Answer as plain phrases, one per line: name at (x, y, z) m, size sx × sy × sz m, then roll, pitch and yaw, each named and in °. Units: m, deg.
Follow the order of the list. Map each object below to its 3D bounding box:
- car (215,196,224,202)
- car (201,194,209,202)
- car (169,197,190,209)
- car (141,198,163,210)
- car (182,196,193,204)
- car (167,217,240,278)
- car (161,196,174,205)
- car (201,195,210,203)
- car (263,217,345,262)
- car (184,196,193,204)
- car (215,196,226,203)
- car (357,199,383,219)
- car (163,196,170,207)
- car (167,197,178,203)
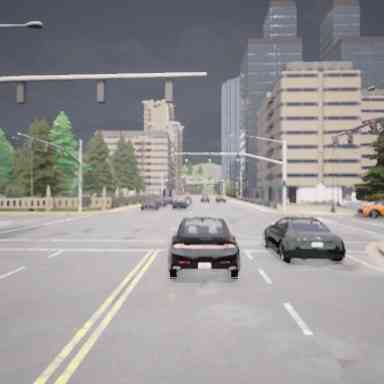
car at (6.732, 1.668, 82.340) m, size 2.033 × 1.411 × 5.357 m, roll 0°, pitch 0°, yaw 2°
car at (3.233, 1.479, 82.435) m, size 2.097 × 1.767 × 4.553 m, roll 0°, pitch 0°, yaw 2°
car at (-1.673, 1.666, 45.666) m, size 1.895 × 1.301 × 4.718 m, roll 0°, pitch 0°, yaw 2°
car at (-5.283, 1.620, 42.653) m, size 1.994 × 1.385 × 4.181 m, roll 0°, pitch 0°, yaw 2°
car at (-0.899, 1.599, 64.912) m, size 1.837 × 1.490 × 4.892 m, roll 0°, pitch 0°, yaw 2°
car at (0.318, 1.508, 10.176) m, size 2.128 × 1.511 × 4.902 m, roll 0°, pitch 0°, yaw 1°
car at (-4.554, 1.562, 61.613) m, size 1.882 × 1.535 × 5.008 m, roll 0°, pitch 0°, yaw 2°
car at (2.937, 1.663, 74.100) m, size 1.994 × 1.385 × 4.181 m, roll 0°, pitch 0°, yaw 2°
car at (3.908, 1.588, 12.225) m, size 1.994 × 1.385 × 4.181 m, roll 0°, pitch 0°, yaw 2°
car at (-1.329, 1.680, 54.824) m, size 1.895 × 1.301 × 4.718 m, roll 0°, pitch 0°, yaw 2°
car at (6.400, 1.707, 72.998) m, size 1.895 × 1.301 × 4.718 m, roll 0°, pitch 0°, yaw 2°
car at (17.211, 1.419, 29.585) m, size 4.553 × 1.767 × 2.097 m, roll 0°, pitch 0°, yaw 3°
car at (-4.947, 1.617, 51.889) m, size 2.033 × 1.411 × 5.357 m, roll 0°, pitch 0°, yaw 2°
car at (-4.157, 1.695, 71.592) m, size 1.895 × 1.301 × 4.718 m, roll 0°, pitch 0°, yaw 2°
